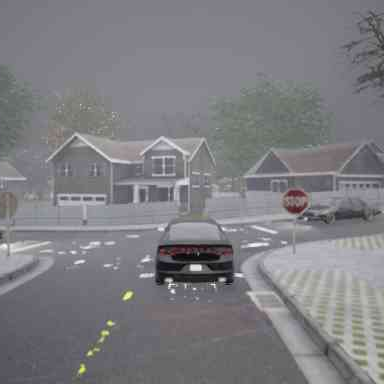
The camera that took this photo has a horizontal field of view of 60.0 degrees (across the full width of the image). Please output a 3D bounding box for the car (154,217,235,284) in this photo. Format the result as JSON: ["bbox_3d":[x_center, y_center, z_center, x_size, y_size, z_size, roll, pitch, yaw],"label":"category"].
[{"bbox_3d":[0.013,1.464,9.568,1.882,1.535,5.008,0,0,-2],"label":"car"}]

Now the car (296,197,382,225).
[{"bbox_3d":[8.894,1.037,19.966,5.357,1.411,2.033,-3,2,-23],"label":"car"}]

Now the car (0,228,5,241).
[{"bbox_3d":[-11.559,1.967,16.670,4.181,1.385,1.994,-2,0,21],"label":"car"}]
